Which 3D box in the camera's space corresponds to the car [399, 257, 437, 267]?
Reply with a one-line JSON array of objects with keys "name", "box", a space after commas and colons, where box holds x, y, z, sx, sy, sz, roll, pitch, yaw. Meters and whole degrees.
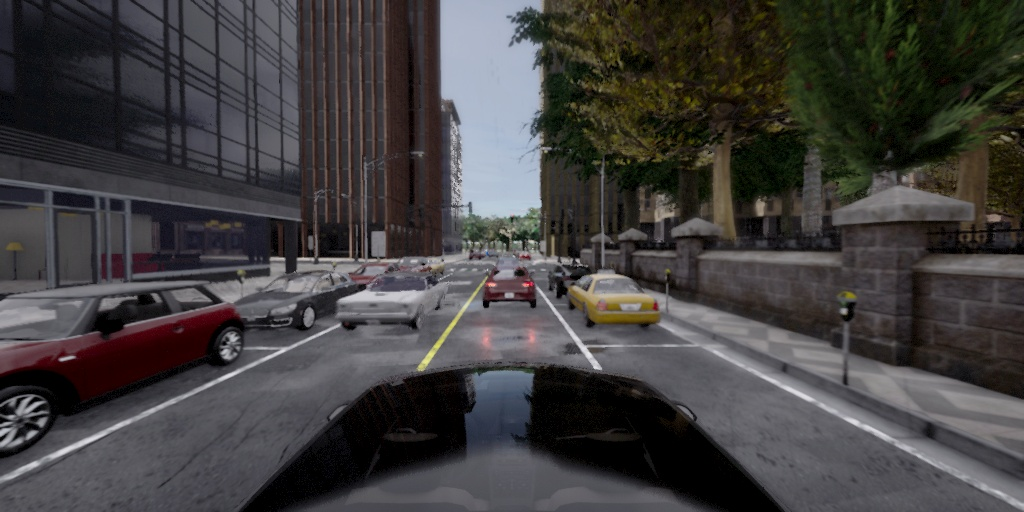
[{"name": "car", "box": [-5.979, 0.779, 21.128, 1.967, 1.591, 4.097, 0, 0, -1]}]

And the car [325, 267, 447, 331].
[{"name": "car", "box": [-3.191, 1.168, 10.398, 1.895, 1.301, 4.718, 0, 1, -1]}]

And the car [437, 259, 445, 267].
[{"name": "car", "box": [-6.040, 0.746, 26.413, 1.751, 1.417, 4.829, 0, 0, -1]}]

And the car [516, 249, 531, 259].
[{"name": "car", "box": [2.112, -0.060, 58.642, 1.967, 1.591, 4.097, 0, 0, -1]}]

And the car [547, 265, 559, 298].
[{"name": "car", "box": [2.609, 0.998, 15.773, 1.948, 1.339, 4.313, 0, 0, -1]}]

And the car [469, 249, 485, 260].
[{"name": "car", "box": [-6.476, -0.275, 63.979, 2.192, 1.841, 5.009, 0, 0, -1]}]

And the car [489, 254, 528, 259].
[{"name": "car", "box": [-0.249, 0.812, 23.803, 2.033, 1.411, 5.357, 0, 1, -1]}]

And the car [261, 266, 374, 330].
[{"name": "car", "box": [-5.852, 1.130, 10.217, 2.007, 1.370, 4.403, 0, 0, -1]}]

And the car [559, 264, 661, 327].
[{"name": "car", "box": [2.670, 1.078, 10.488, 1.751, 1.417, 4.829, 0, 0, -1]}]

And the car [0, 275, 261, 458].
[{"name": "car", "box": [-5.789, 1.139, 4.762, 1.967, 1.591, 4.097, 0, 0, -1]}]

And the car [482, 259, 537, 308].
[{"name": "car", "box": [-0.083, 1.016, 13.505, 1.812, 1.442, 4.674, 0, 1, 0]}]

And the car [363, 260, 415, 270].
[{"name": "car", "box": [-5.916, 1.004, 15.673, 1.888, 1.381, 4.507, 0, 0, -1]}]
